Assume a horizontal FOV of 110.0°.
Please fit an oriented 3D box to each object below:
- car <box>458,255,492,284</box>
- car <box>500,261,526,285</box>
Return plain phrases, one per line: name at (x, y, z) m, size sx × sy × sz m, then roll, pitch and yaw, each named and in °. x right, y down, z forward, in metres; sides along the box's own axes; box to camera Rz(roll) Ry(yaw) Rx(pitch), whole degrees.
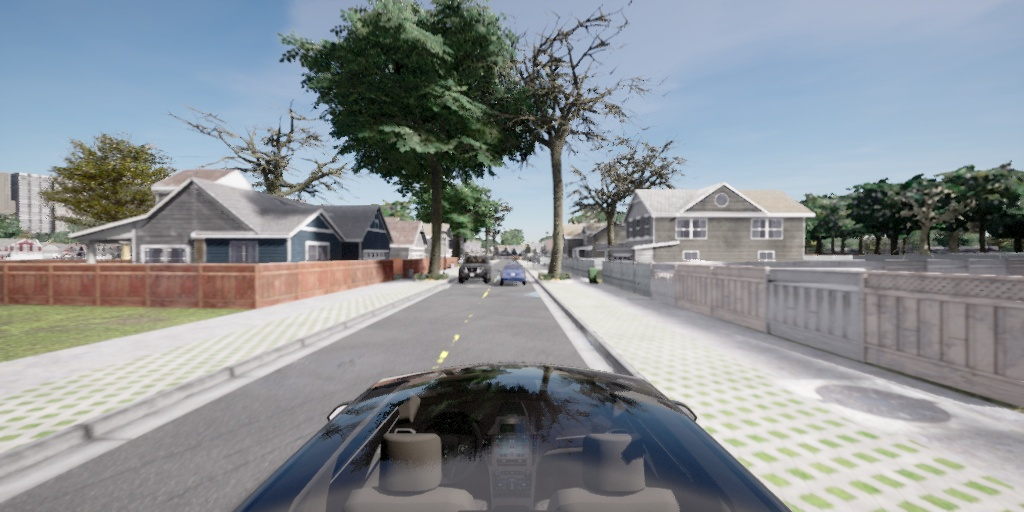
car at (-2.736, 0.952, 27.485) m, size 2.150 × 2.045 × 5.566 m, roll 0°, pitch 0°, yaw 0°
car at (0.082, 1.279, 26.260) m, size 2.033 × 1.411 × 5.357 m, roll 0°, pitch 0°, yaw 1°
